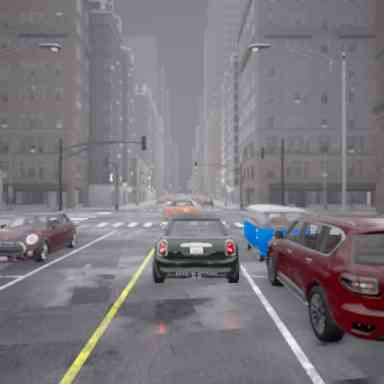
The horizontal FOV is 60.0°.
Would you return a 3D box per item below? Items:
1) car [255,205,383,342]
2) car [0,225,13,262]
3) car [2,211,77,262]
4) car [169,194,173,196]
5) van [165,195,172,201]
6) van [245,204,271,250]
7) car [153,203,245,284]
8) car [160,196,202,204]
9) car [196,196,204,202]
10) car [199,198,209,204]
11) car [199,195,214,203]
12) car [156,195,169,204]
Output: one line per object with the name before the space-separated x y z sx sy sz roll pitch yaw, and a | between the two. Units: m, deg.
car | 2.861 1.332 6.434 2.192 1.841 5.009 0 0 0
car | -5.666 1.583 6.430 1.947 1.339 4.313 0 0 0
car | -5.663 1.472 11.956 1.967 1.590 4.097 0 0 0
car | -6.539 1.607 83.941 2.192 1.841 5.009 0 0 -1
van | -6.783 1.704 95.253 1.690 1.788 3.998 0 0 -1
van | 2.863 1.372 11.958 1.690 1.788 3.998 0 0 0
car | 0.104 1.378 9.818 2.097 1.767 4.553 0 0 0
car | -0.994 1.412 26.474 2.097 1.767 4.553 0 0 -14
car | 1.985 1.837 84.111 1.887 1.381 4.507 0 0 -1
car | 2.351 1.794 67.154 1.802 1.307 4.206 0 0 -1
car | 2.595 1.611 55.848 1.967 1.590 4.097 0 0 -1
car | -6.172 1.652 66.980 1.967 1.590 4.097 0 0 -1
